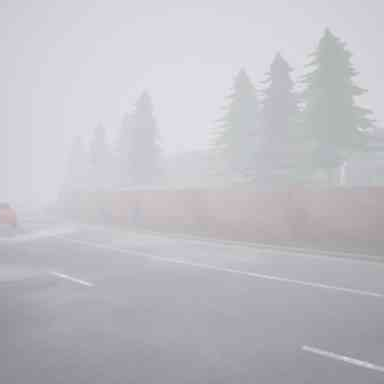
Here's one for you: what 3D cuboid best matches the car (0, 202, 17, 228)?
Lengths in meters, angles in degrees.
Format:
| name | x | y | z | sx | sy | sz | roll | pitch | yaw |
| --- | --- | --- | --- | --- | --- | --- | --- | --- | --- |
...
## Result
| name | x | y | z | sx | sy | sz | roll | pitch | yaw |
| --- | --- | --- | --- | --- | --- | --- | --- | --- | --- |
| car | -13.314 | 1.449 | 22.317 | 2.097 | 1.767 | 4.553 | 0 | 0 | -39 |
